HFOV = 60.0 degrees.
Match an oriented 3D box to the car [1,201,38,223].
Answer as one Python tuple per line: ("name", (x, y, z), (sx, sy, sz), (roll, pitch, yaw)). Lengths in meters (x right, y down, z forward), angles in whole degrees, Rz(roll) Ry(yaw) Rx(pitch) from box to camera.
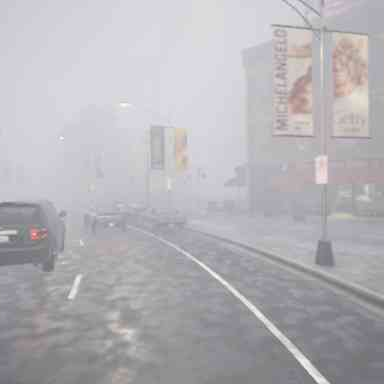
("car", (-14.112, 1.569, 27.124), (1.837, 1.490, 4.892), (0, 0, -38))

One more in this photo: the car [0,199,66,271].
("car", (-5.403, 1.244, 10.717), (2.150, 2.045, 5.566), (0, 0, -16))

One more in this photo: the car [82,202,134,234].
("car", (-5.197, 1.480, 19.419), (2.128, 1.511, 4.902), (-1, 0, -25))

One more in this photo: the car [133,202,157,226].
("car", (-4.797, 1.483, 25.366), (2.002, 1.452, 4.674), (-1, 0, -32))
